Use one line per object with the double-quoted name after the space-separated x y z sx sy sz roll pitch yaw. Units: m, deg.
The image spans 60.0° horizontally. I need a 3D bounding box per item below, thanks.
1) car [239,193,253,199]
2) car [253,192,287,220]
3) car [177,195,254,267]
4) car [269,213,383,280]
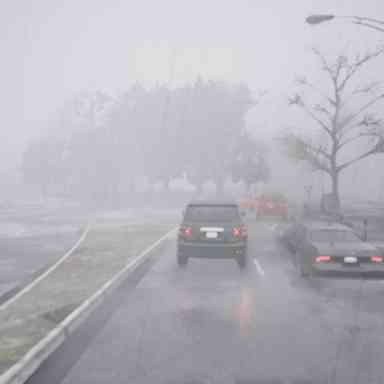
5.720 0.836 32.330 2.097 1.767 4.553 2 3 31 "car"
6.107 1.000 25.733 2.150 2.045 5.566 1 2 12 "car"
0.777 1.270 11.938 2.150 2.045 5.566 0 0 5 "car"
3.885 1.616 10.227 2.033 1.411 5.357 0 0 5 "car"
